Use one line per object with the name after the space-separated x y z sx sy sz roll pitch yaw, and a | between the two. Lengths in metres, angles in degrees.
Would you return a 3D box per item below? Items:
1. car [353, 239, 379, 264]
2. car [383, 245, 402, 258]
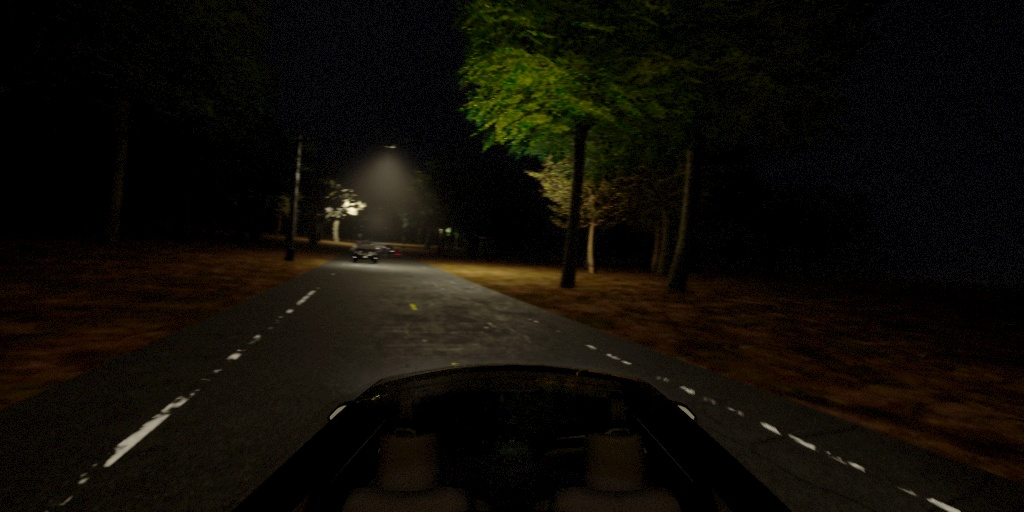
-14.748 -0.382 36.205 2.150 2.045 5.566 4 1 -22 | car
-17.241 -0.534 52.430 2.128 1.511 4.902 4 1 -22 | car
